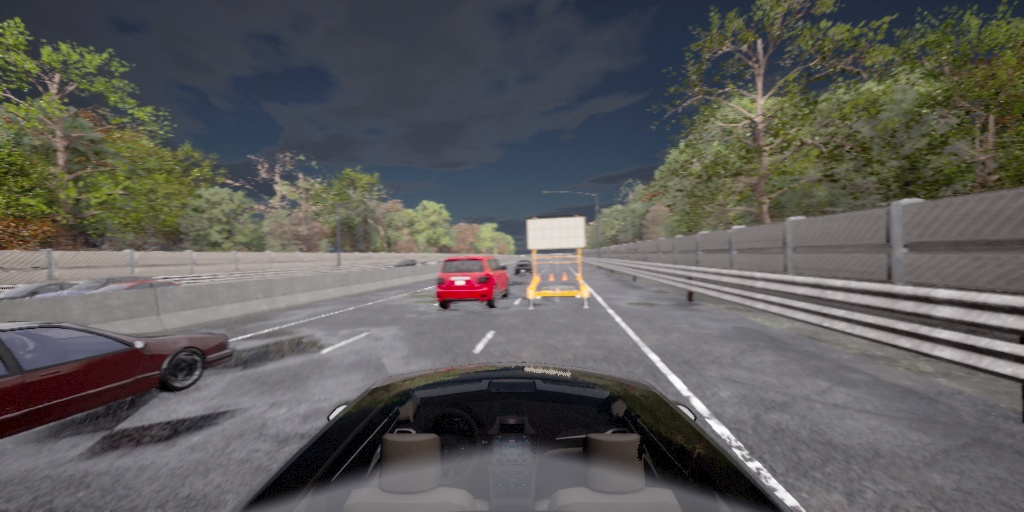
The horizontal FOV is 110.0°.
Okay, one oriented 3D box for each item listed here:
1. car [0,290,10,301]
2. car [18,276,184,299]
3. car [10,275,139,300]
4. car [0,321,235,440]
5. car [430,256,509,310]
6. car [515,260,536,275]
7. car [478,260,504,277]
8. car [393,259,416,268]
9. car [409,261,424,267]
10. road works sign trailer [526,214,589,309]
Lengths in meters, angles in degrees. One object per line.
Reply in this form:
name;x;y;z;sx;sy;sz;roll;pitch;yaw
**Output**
car;-22.578;2.031;17.203;1.882;1.535;5.008;-2;0;7
car;-15.828;1.790;14.849;1.882;1.535;5.008;-2;0;7
car;-19.106;1.781;16.800;2.097;1.767;4.553;-2;0;7
car;-6.399;1.526;4.277;2.033;1.411;5.357;-2;0;7
car;-1.486;1.019;15.279;2.150;2.045;5.566;-2;0;7
car;1.372;1.199;37.721;1.837;1.490;4.892;-2;0;7
car;-2.131;1.296;37.921;1.882;1.535;5.008;-2;0;7
car;-17.272;1.603;58.522;2.150;2.045;5.566;-2;0;8
car;-13.959;1.862;56.775;1.895;1.301;4.718;-2;0;8
road works sign trailer;1.890;0.141;14.607;2.380;3.560;2.880;0;0;7
